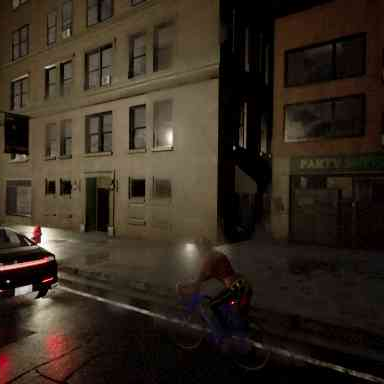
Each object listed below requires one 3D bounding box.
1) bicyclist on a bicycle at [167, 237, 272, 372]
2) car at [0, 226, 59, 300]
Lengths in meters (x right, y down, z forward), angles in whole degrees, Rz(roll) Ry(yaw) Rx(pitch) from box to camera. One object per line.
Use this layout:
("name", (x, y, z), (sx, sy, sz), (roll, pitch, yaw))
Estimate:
("bicyclist on a bicycle", (0.291, 1.452, 4.471), (1.656, 1.620, 0.582), (0, 0, 36))
("car", (-4.876, 1.490, 7.208), (4.902, 1.511, 2.128), (0, 0, 36))
